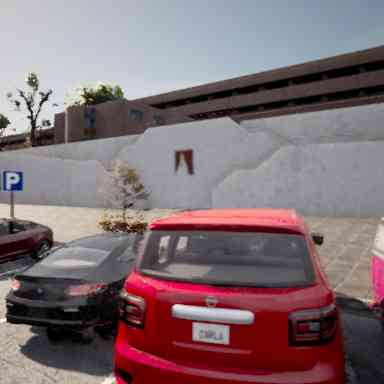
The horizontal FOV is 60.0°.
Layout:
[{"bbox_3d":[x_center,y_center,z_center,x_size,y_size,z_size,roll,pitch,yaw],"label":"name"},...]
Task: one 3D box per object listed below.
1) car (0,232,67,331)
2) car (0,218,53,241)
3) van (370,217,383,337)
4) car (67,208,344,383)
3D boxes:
[{"bbox_3d":[-1.575,1.572,6.911,2.002,1.452,4.674,0,-1,15],"label":"car"},{"bbox_3d":[-6.441,1.599,10.346,2.163,1.488,4.792,0,-1,15],"label":"car"},{"bbox_3d":[3.264,1.254,3.341,1.878,1.987,4.442,0,-1,15],"label":"van"},{"bbox_3d":[0.863,1.259,5.216,2.435,2.045,5.566,0,-1,15],"label":"car"}]
